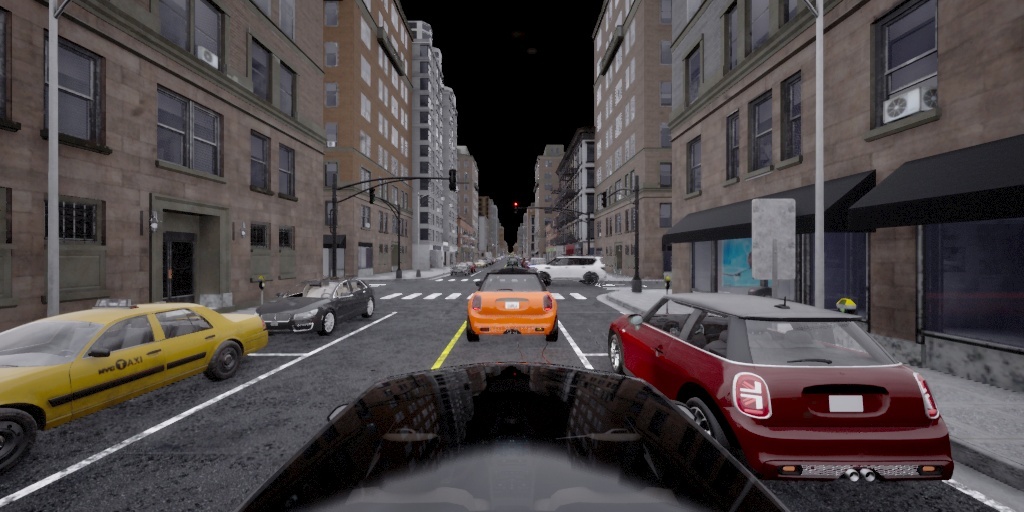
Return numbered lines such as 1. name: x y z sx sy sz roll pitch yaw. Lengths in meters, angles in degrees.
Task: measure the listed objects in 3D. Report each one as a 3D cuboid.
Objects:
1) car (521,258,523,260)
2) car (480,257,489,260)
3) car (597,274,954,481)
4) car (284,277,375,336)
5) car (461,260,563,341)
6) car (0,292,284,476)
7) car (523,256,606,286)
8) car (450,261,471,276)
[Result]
1. car: 2.726 1.325 60.098 1.802 1.307 4.207 0 0 0
2. car: -5.299 1.268 59.934 1.751 1.417 4.829 0 0 0
3. car: 2.642 1.190 4.773 1.967 1.591 4.097 0 0 0
4. car: -5.375 1.300 10.295 2.007 1.370 4.403 0 0 0
5. car: 0.024 1.102 9.993 2.097 1.767 4.553 0 0 0
6. car: -5.383 1.275 4.606 1.751 1.417 4.829 0 0 0
7. car: 3.788 1.002 25.198 5.566 2.045 2.150 1 0 0
8. car: -5.333 1.298 37.376 2.007 1.370 4.403 0 0 0
